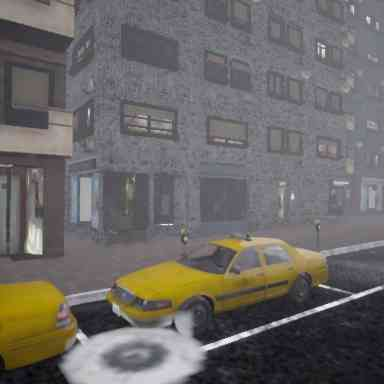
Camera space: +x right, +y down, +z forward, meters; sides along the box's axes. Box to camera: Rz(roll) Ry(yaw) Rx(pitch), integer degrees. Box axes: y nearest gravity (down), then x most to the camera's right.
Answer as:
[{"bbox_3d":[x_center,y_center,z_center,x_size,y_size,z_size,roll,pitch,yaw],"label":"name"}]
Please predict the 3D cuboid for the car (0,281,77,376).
[{"bbox_3d":[-3.759,1.522,3.394,4.829,1.417,1.752,0,1,-35],"label":"car"}]

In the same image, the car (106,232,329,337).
[{"bbox_3d":[0.776,1.524,6.617,4.829,1.417,1.752,0,1,-35],"label":"car"}]
